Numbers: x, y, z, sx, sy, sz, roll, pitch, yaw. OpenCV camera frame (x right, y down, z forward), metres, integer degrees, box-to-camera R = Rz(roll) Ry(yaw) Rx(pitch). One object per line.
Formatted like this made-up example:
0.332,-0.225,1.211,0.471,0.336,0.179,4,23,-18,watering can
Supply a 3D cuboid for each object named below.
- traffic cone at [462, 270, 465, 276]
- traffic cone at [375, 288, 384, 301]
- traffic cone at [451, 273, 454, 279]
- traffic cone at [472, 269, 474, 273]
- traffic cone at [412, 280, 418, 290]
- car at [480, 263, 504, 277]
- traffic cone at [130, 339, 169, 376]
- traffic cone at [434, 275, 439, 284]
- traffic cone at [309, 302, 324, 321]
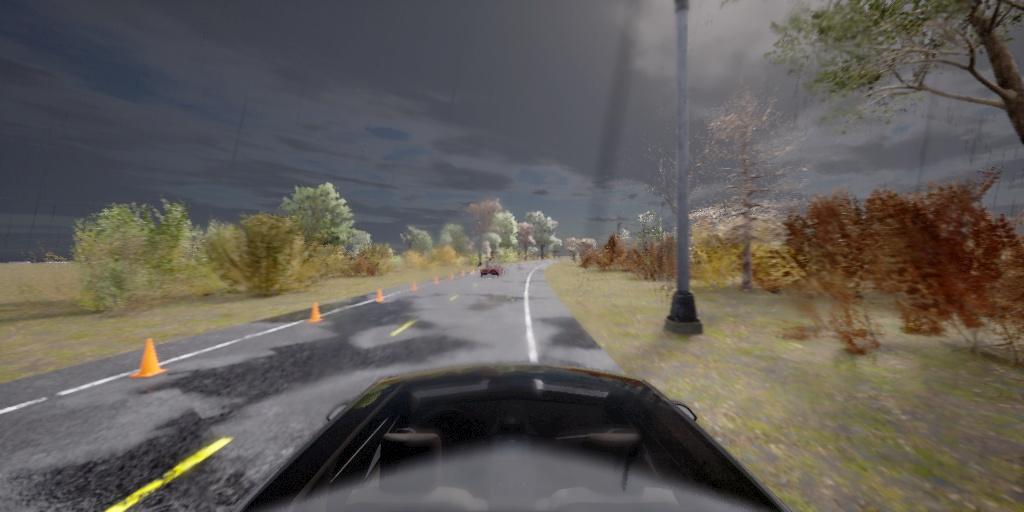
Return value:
-4.884,1.715,36.328,0.340,0.580,0.340,0,0,4,traffic cone
-5.988,1.726,16.234,0.340,0.580,0.340,0,0,2,traffic cone
-5.236,1.719,31.309,0.340,0.580,0.340,0,0,4,traffic cone
-4.483,1.710,41.344,0.340,0.580,0.340,0,0,5,traffic cone
-5.787,1.725,21.261,0.340,0.580,0.340,0,0,3,traffic cone
-1.919,1.351,34.881,1.895,1.301,4.718,0,0,4,car
-6.237,1.725,6.173,0.340,0.580,0.340,0,0,1,traffic cone
-5.536,1.722,26.286,0.340,0.580,0.340,0,0,3,traffic cone
-6.137,1.726,11.204,0.340,0.580,0.340,0,0,1,traffic cone
